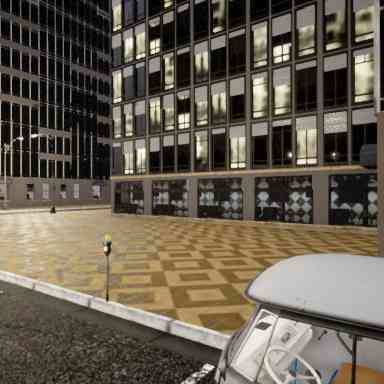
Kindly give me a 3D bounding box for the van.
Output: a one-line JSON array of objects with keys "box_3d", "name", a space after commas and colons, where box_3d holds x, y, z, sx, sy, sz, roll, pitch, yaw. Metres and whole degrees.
[{"box_3d": [1.933, 1.341, 1.500, 3.998, 1.788, 1.690, 0, 0, 35], "name": "van"}]
